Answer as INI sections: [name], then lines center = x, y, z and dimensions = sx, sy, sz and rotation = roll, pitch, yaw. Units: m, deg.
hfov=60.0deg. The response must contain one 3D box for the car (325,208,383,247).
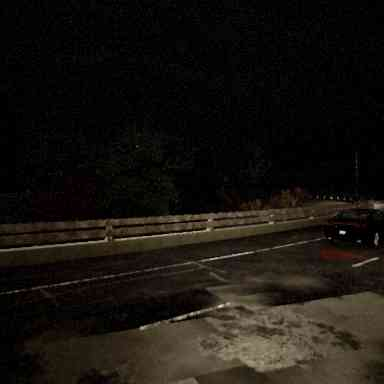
[car]
center = 7.861, 1.483, 15.121
dimensions = 5.008, 1.535, 1.882
rotation = 0, 0, -44
